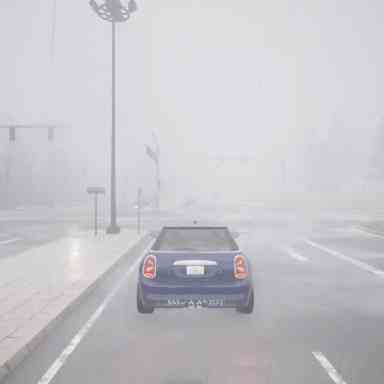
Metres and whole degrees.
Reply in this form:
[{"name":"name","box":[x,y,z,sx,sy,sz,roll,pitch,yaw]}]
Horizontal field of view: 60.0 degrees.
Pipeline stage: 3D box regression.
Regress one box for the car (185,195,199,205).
[{"name":"car","box":[-0.157,1.525,54.615,1.812,1.442,4.674,0,0,-1]}]

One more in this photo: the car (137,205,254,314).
[{"name":"car","box":[0.071,1.352,7.796,2.097,1.767,4.553,0,0,0]}]

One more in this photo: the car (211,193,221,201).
[{"name":"car","box":[6.319,1.220,87.642,2.150,2.045,5.566,0,0,-1]}]

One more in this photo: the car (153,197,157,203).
[{"name":"car","box":[-8.364,1.547,65.589,2.033,1.411,5.357,0,0,0]}]

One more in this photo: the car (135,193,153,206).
[{"name":"car","box":[-8.266,1.352,55.975,2.097,1.767,4.553,0,0,-1]}]
